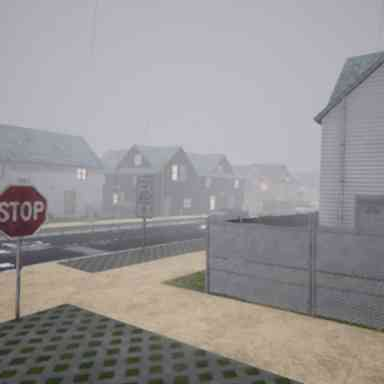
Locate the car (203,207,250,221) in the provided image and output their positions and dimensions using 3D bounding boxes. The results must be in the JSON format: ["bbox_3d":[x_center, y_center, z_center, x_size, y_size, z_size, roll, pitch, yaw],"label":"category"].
[{"bbox_3d":[3.189,2.009,29.162,2.033,1.411,5.357,2,0,37],"label":"car"}]

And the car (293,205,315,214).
[{"bbox_3d":[15.478,2.454,45.598,1.812,1.442,4.674,2,0,37],"label":"car"}]
